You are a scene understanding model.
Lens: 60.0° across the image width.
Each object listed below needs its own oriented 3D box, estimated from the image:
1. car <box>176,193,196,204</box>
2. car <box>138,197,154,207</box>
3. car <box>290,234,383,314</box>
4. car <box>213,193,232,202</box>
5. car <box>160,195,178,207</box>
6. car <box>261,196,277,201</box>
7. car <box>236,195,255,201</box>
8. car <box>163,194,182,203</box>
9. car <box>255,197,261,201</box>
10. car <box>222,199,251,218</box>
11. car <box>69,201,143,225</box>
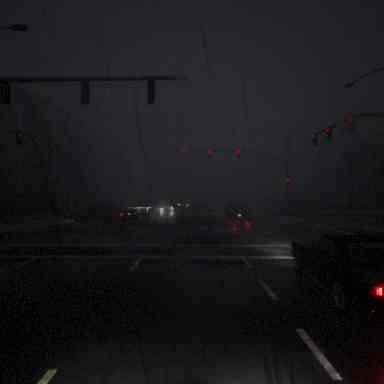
[{"bbox_3d":[-0.892,1.181,65.226,2.150,2.045,5.566,0,0,20],"label":"car"},{"bbox_3d":[-7.034,1.517,50.964,2.033,1.411,5.357,0,0,1],"label":"car"},{"bbox_3d":[3.654,1.597,7.482,1.895,1.301,4.718,0,0,2],"label":"car"},{"bbox_3d":[6.808,1.182,72.921,2.150,2.045,5.566,0,0,35],"label":"car"},{"bbox_3d":[-3.551,1.571,49.044,1.895,1.301,4.718,0,0,1],"label":"car"},{"bbox_3d":[18.611,1.548,80.625,4.718,1.301,1.895,0,0,-36],"label":"car"},{"bbox_3d":[11.443,1.481,73.444,1.812,1.442,4.674,0,0,38],"label":"car"},{"bbox_3d":[-3.920,1.313,67.129,2.097,1.767,4.553,0,0,20],"label":"car"},{"bbox_3d":[13.724,1.492,81.092,5.357,1.411,2.033,0,0,-39],"label":"car"},{"bbox_3d":[3.880,1.583,29.353,1.895,1.301,4.718,0,0,0],"label":"car"},{"bbox_3d":[-6.384,1.533,23.802,5.357,1.411,2.033,0,0,32],"label":"car"}]
